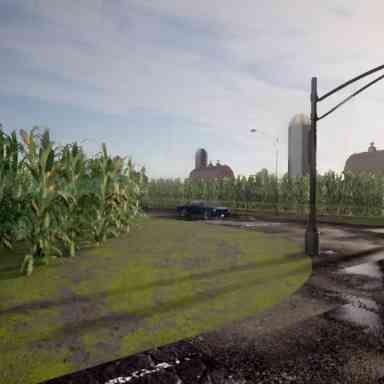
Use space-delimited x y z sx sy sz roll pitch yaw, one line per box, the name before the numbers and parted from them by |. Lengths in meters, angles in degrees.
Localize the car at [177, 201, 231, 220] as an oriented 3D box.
car | 0.889 1.400 26.094 1.895 1.301 4.718 2 0 -38
